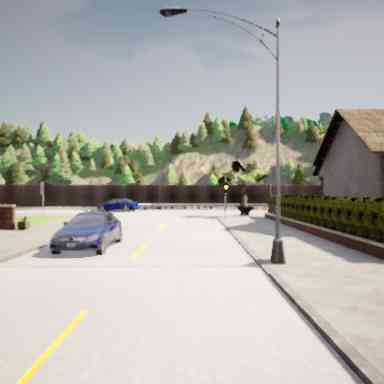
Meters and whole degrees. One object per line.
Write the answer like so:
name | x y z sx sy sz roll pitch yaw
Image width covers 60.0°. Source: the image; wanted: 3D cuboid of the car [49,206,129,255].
car | -4.030 1.528 13.463 1.812 1.442 4.674 0 0 1

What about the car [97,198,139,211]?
car | -8.804 1.484 39.405 5.008 1.535 1.882 0 0 12
